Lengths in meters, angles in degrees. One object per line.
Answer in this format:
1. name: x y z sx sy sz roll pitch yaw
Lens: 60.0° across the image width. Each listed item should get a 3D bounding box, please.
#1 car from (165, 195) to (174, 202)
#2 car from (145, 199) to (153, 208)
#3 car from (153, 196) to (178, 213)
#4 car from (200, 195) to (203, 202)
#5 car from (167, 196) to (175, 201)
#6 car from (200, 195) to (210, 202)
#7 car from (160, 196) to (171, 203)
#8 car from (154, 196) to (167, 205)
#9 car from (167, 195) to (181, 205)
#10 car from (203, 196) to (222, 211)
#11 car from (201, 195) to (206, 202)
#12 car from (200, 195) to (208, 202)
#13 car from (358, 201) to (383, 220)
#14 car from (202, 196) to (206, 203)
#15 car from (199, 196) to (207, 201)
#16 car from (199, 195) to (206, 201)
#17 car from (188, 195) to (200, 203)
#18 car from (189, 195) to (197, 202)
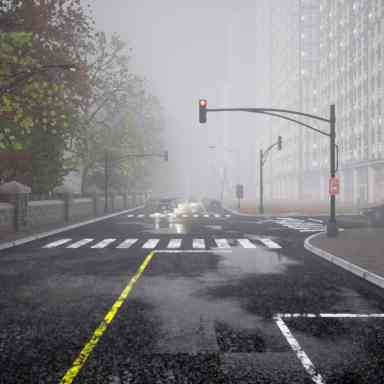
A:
1. car: -5.483 1.511 81.004 1.967 1.590 4.097 0 0 0
2. car: -5.570 1.608 47.210 1.802 1.307 4.206 0 0 0
3. car: -3.002 1.523 38.252 1.837 1.490 4.892 0 0 0
4. car: 2.869 1.598 69.720 1.887 1.381 4.507 0 0 0
5. car: -5.469 1.626 86.637 1.887 1.381 4.507 0 0 0
6. car: 2.883 1.502 75.351 1.967 1.590 4.097 0 0 0
7. car: -5.512 1.578 69.571 1.752 1.417 4.829 0 0 0
8. car: -5.540 1.478 58.476 1.967 1.590 4.097 0 0 0
9. car: -2.972 1.532 48.643 1.837 1.490 4.892 0 0 0
10. car: 2.796 1.587 41.556 1.947 1.339 4.313 0 0 0
11. car: 2.825 1.597 52.822 1.947 1.339 4.313 0 0 0
12. car: 2.898 1.511 80.983 1.967 1.590 4.097 0 0 0
13. car: 14.870 1.262 24.737 4.674 1.442 1.812 -1 0 0
14. car: 2.811 1.592 47.189 1.947 1.339 4.313 0 0 0
15. car: 2.911 1.632 86.615 2.008 1.369 4.403 0 0 0
16. car: 2.926 1.642 92.247 2.008 1.369 4.403 0 0 0
17. car: 0.174 1.653 68.879 1.895 1.301 4.718 0 0 0
18. car: 0.200 1.442 78.849 1.837 1.490 4.892 0 0 0
